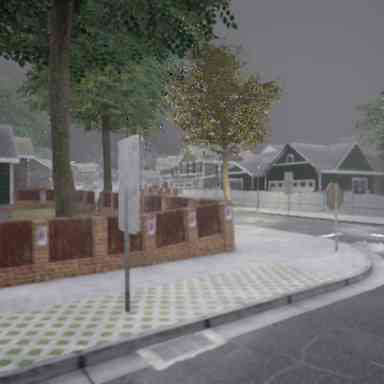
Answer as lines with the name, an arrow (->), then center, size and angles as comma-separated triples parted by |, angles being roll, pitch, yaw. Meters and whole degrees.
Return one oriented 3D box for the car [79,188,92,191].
car -> -15.541, 0.255, 48.602 | 1.837, 1.490, 4.892 | -1, 2, -30
